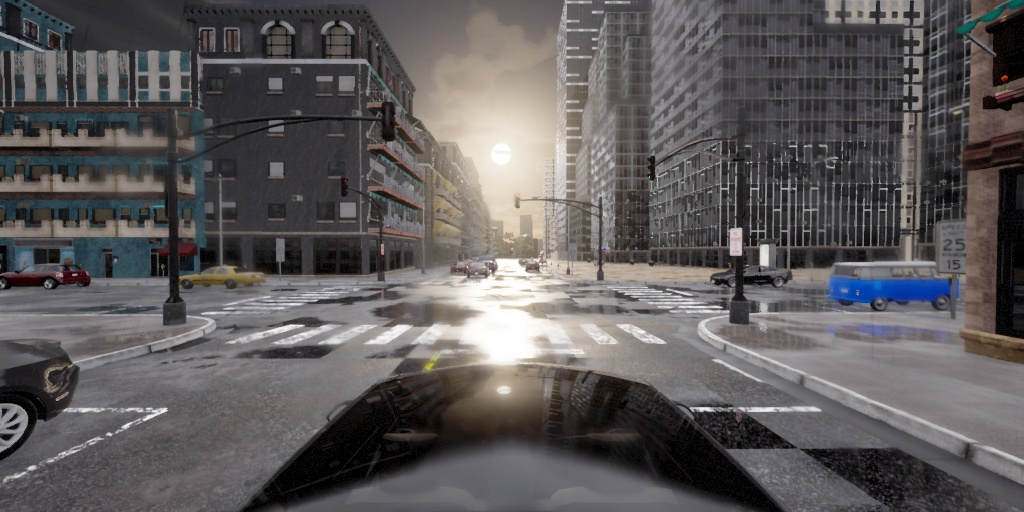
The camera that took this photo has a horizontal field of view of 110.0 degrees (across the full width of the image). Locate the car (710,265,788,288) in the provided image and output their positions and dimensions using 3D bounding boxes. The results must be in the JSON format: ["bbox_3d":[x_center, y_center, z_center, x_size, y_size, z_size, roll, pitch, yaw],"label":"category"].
[{"bbox_3d":[14.637,1.216,22.214,4.313,1.339,1.948,0,0,0],"label":"car"}]

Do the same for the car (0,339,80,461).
[{"bbox_3d":[-5.691,1.300,2.139,2.007,1.370,4.403,0,0,0],"label":"car"}]

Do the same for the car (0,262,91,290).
[{"bbox_3d":[-28.819,1.189,22.060,4.097,1.591,1.967,0,0,0],"label":"car"}]

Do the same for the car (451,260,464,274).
[{"bbox_3d":[-5.764,1.289,40.205,1.888,1.381,4.507,0,0,0],"label":"car"}]

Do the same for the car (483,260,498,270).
[{"bbox_3d":[-3.184,1.309,54.061,1.994,1.385,4.181,0,0,0],"label":"car"}]

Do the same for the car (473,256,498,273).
[{"bbox_3d":[-3.175,0.966,44.087,2.150,2.045,5.566,0,0,0],"label":"car"}]

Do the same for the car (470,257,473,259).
[{"bbox_3d":[-5.775,1.184,45.854,1.967,1.591,4.097,0,0,0],"label":"car"}]

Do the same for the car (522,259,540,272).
[{"bbox_3d":[2.572,1.289,45.928,1.888,1.381,4.507,0,0,0],"label":"car"}]

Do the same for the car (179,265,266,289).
[{"bbox_3d":[-17.921,1.246,22.099,4.829,1.417,1.751,0,0,0],"label":"car"}]

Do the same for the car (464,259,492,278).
[{"bbox_3d":[-3.160,1.270,34.181,1.812,1.442,4.674,0,0,0],"label":"car"}]

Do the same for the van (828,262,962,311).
[{"bbox_3d":[14.667,1.117,13.834,3.998,1.789,1.690,0,0,0],"label":"van"}]
